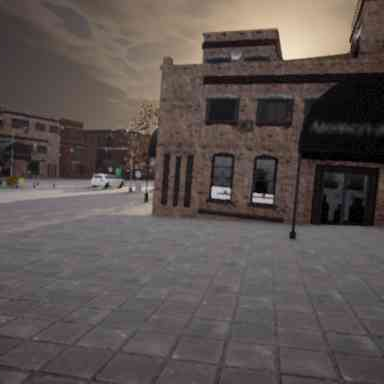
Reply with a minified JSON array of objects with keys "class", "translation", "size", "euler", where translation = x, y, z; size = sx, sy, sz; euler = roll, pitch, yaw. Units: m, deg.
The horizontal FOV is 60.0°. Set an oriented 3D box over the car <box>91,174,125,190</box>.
[{"class":"car","translation":[-11.859,-1.500,47.197],"size":[2.150,2.045,5.566],"euler":[6,5,24]}]
